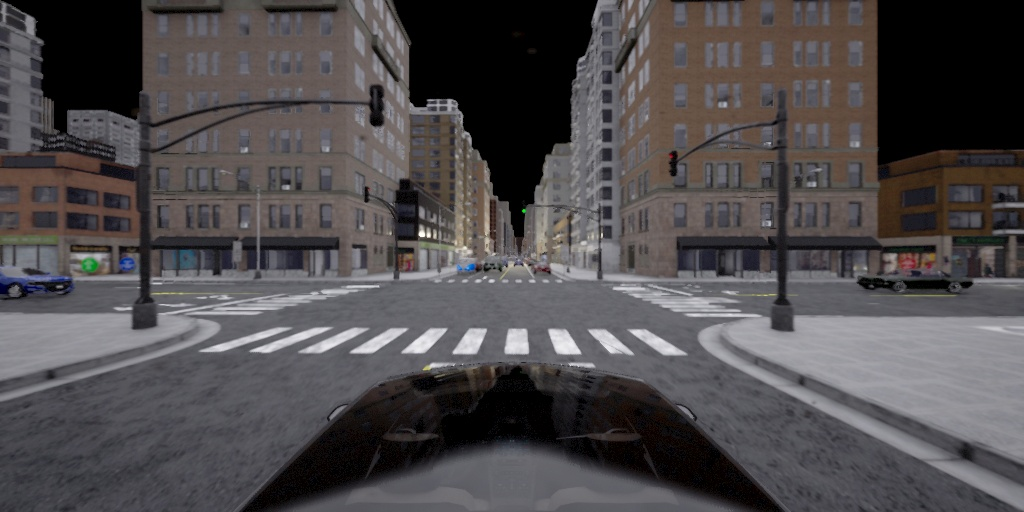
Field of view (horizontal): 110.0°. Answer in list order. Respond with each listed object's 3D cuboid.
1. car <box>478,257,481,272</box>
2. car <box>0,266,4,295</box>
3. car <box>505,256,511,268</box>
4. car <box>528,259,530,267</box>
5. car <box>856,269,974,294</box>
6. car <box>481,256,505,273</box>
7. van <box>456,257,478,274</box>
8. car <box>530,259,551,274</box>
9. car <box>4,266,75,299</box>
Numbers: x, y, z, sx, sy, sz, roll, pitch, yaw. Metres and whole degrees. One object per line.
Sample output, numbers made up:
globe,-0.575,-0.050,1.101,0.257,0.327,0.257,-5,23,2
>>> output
car,-5.056,1.095,46.041,2.192,1.841,5.009,0,0,1
car,-24.314,0.955,14.092,5.566,2.045,2.150,0,0,1
car,-1.795,1.023,64.350,2.150,2.045,5.566,0,0,1
car,3.468,1.346,45.861,1.948,1.339,4.313,0,0,1
car,22.292,1.378,20.027,4.718,1.301,1.895,0,0,1
car,-2.306,1.000,44.963,2.150,2.045,5.566,0,0,0
van,-5.178,1.115,40.519,1.690,1.789,3.998,0,0,1
car,3.346,1.214,40.337,1.967,1.591,4.097,0,0,1
car,-24.315,1.211,17.344,5.008,1.535,1.882,0,0,1
